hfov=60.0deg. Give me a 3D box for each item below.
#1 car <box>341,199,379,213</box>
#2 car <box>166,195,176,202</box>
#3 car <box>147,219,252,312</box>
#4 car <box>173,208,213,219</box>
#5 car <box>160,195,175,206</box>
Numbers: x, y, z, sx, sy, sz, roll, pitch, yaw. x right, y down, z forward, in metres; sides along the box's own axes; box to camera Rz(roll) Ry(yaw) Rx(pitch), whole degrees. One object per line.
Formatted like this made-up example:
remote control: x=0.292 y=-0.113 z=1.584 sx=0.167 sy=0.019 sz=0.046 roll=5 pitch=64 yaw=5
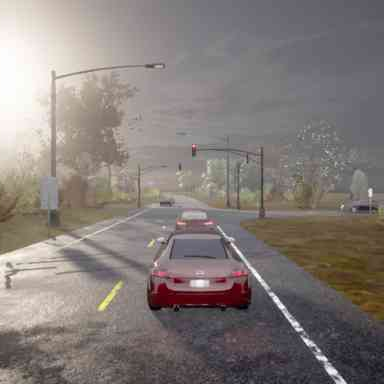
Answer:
car: x=19.162 y=1.505 z=37.010 sx=4.902 sy=1.511 sz=2.128 roll=0 pitch=0 yaw=1
car: x=-4.619 y=1.482 z=73.896 sx=1.882 sy=1.535 sz=5.008 roll=0 pitch=0 yaw=-2
car: x=0.102 y=1.564 z=7.806 sx=1.994 sy=1.385 sz=4.181 roll=0 pitch=0 yaw=-1
car: x=0.067 y=1.526 z=16.566 sx=1.812 sy=1.442 sz=4.674 roll=0 pitch=0 yaw=-2
car: x=-4.140 y=1.603 z=53.175 sx=1.895 sy=1.301 sz=4.718 roll=0 pitch=0 yaw=-1
